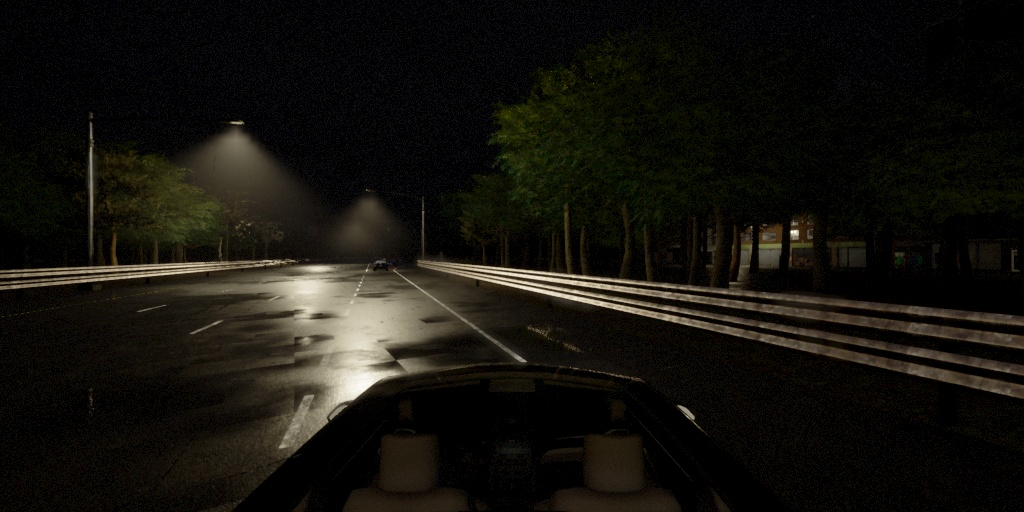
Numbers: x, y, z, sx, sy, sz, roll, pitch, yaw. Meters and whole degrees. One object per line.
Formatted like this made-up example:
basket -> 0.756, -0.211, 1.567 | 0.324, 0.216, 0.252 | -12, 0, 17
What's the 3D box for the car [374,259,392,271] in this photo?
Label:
car -> -18.342, 1.292, 50.387 | 2.033, 1.411, 5.357 | 0, 0, -18
